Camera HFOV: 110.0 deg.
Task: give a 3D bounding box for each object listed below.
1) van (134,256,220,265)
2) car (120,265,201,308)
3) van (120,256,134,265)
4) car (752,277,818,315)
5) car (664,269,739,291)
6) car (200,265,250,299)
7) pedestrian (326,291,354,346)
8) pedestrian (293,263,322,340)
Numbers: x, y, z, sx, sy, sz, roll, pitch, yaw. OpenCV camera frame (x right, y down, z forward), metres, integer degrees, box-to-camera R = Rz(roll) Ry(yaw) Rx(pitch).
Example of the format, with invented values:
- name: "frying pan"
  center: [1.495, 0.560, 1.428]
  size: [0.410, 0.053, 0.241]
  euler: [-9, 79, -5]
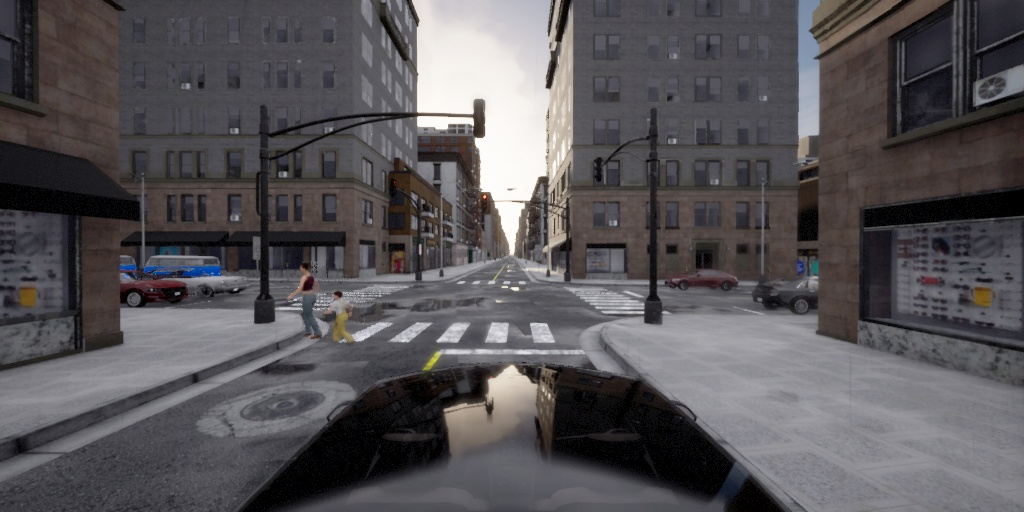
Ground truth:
- name: "van"
  center: [-20.600, 0.878, 22.401]
  size: [3.998, 1.789, 1.690]
  euler: [0, 0, 0]
- name: "car"
  center: [-15.144, 1.185, 13.828]
  size: [4.507, 1.381, 1.888]
  euler: [0, 0, 0]
- name: "van"
  center: [-26.091, 0.825, 22.441]
  size: [3.998, 1.789, 1.690]
  euler: [0, 0, 0]
- name: "car"
  center: [11.619, 1.454, 13.635]
  size: [4.403, 1.370, 2.007]
  euler: [0, 0, 0]
- name: "car"
  center: [11.655, 1.436, 22.160]
  size: [4.207, 1.307, 1.802]
  euler: [0, 0, 0]
- name: "car"
  center: [-15.054, 1.225, 16.580]
  size: [4.718, 1.301, 1.895]
  euler: [1, 0, -2]
- name: "pedestrian"
  center: [-3.784, 1.322, 7.971]
  size: [0.375, 1.300, 0.375]
  euler: [0, 0, 0]
- name: "pedestrian"
  center: [-4.861, 1.041, 8.570]
  size: [0.375, 1.860, 0.375]
  euler: [0, 0, 0]
